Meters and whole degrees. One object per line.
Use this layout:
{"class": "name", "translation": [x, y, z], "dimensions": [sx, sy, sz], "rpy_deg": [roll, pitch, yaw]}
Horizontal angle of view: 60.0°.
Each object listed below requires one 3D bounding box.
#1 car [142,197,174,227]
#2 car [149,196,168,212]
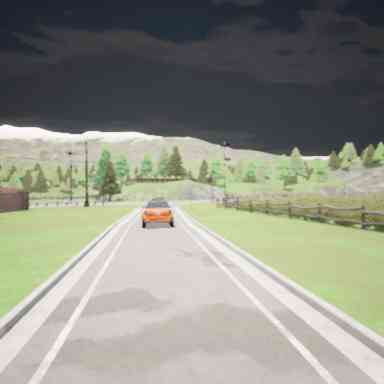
{"class": "car", "translation": [-2.419, 1.388, 23.583], "dimensions": [2.097, 1.767, 4.553], "rpy_deg": [-1, 0, -6]}
{"class": "car", "translation": [-4.043, 1.412, 40.663], "dimensions": [2.097, 1.767, 4.553], "rpy_deg": [-1, 0, -5]}
